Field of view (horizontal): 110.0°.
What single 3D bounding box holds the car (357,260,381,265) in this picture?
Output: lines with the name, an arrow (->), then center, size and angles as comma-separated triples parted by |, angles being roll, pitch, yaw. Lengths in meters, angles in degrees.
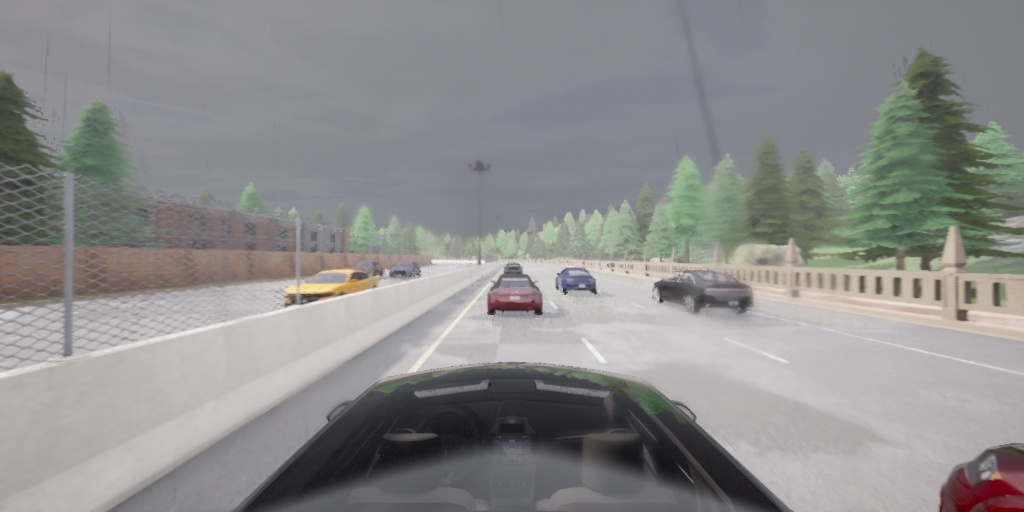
car -> -14.070, 1.274, 34.739 | 2.097, 1.767, 4.553 | 0, 0, 0

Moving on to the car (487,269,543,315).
car -> 0.104, 1.381, 14.037 | 1.994, 1.385, 4.181 | 0, 0, 0

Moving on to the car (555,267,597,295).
car -> 3.610, 1.380, 20.708 | 1.812, 1.442, 4.674 | 0, 0, 0

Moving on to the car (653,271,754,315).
car -> 7.105, 1.312, 13.907 | 2.128, 1.511, 4.902 | 0, 0, 0

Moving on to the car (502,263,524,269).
car -> 0.117, 1.442, 35.973 | 1.837, 1.490, 4.892 | 0, 0, 0

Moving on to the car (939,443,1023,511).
car -> 3.601, 1.309, 0.397 | 1.994, 1.385, 4.181 | 0, 0, 0

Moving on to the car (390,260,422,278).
car -> -10.568, 1.282, 35.863 | 2.097, 1.767, 4.553 | 0, 0, 0

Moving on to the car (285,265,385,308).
car -> -7.093, 1.295, 14.679 | 1.882, 1.535, 5.008 | 0, 0, 0
